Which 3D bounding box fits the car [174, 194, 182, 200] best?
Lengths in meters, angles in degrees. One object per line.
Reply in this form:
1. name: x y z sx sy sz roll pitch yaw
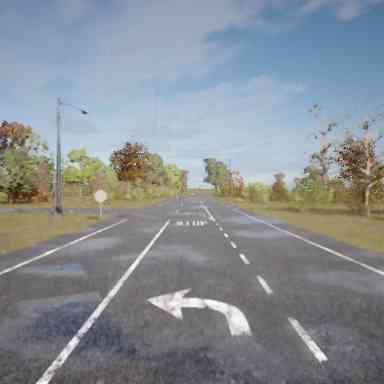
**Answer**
1. car: -3.453 1.366 83.777 2.128 1.511 4.902 0 0 0
